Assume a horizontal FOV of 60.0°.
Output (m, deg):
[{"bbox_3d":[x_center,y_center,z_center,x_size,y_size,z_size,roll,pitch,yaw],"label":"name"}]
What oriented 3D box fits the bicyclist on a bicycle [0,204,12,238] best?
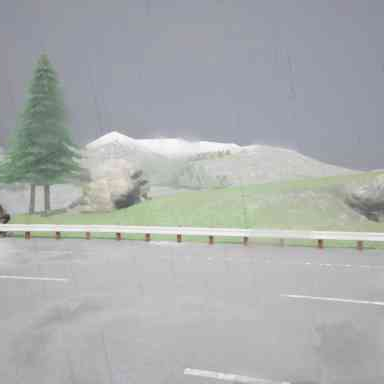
[{"bbox_3d":[-9.209,1.437,16.094,0.582,1.620,1.656,1,-6,5],"label":"bicyclist on a bicycle"}]
